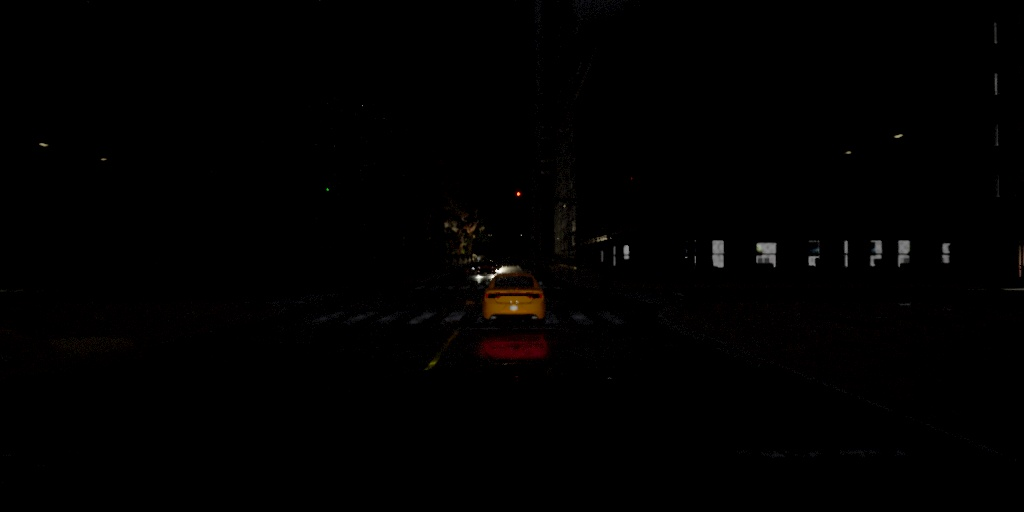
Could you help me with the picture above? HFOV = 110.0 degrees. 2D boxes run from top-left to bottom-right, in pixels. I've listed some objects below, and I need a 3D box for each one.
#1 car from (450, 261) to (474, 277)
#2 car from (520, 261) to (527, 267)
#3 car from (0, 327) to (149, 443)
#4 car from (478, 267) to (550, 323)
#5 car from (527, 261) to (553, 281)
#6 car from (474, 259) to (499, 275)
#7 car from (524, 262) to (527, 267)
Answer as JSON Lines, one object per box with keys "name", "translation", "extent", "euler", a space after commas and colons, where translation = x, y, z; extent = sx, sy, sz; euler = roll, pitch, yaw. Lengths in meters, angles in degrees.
{"name": "car", "translation": [-5.689, 1.573, 39.328], "extent": [1.888, 1.381, 4.507], "euler": [0, 0, 0]}
{"name": "car", "translation": [2.692, 1.756, 62.055], "extent": [1.948, 1.339, 4.313], "euler": [0, 0, 0]}
{"name": "car", "translation": [-5.819, 1.285, 2.758], "extent": [1.751, 1.417, 4.829], "euler": [0, 0, 0]}
{"name": "car", "translation": [0.070, 1.308, 12.462], "extent": [1.882, 1.535, 5.008], "euler": [0, 0, 0]}
{"name": "car", "translation": [2.692, 1.425, 33.650], "extent": [1.967, 1.591, 4.097], "euler": [0, 0, 0]}
{"name": "car", "translation": [-3.091, 1.413, 43.824], "extent": [2.097, 1.767, 4.553], "euler": [0, 0, 0]}
{"name": "car", "translation": [2.692, 1.593, 39.330], "extent": [1.948, 1.339, 4.313], "euler": [0, 0, 0]}
